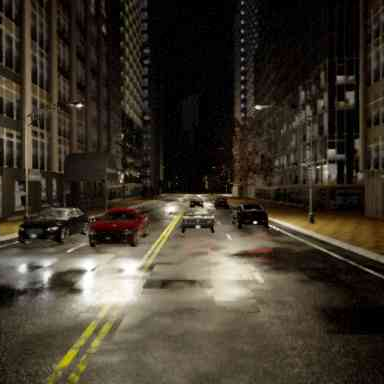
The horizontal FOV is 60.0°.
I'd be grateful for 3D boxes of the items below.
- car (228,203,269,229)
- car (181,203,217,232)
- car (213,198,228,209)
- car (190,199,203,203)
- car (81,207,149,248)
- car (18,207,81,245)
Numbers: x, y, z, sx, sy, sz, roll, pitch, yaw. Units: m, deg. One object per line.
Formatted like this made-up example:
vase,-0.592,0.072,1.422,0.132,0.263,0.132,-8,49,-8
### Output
car,3.610,1.481,21.279,1.837,1.490,4.892,0,0,1
car,0.348,1.591,20.115,1.895,1.301,4.718,0,0,1
car,3.873,1.502,44.519,2.033,1.411,5.357,0,0,1
car,0.643,1.567,46.344,1.895,1.301,4.718,0,0,1
car,-3.155,1.486,15.112,1.882,1.535,5.008,0,0,1
car,-6.395,1.514,15.917,2.128,1.511,4.902,0,0,1
